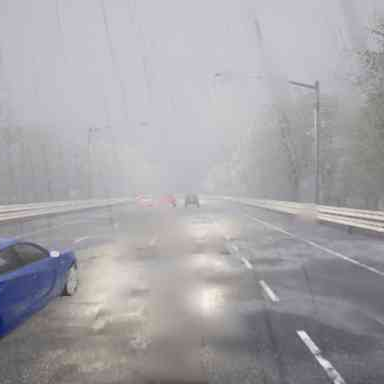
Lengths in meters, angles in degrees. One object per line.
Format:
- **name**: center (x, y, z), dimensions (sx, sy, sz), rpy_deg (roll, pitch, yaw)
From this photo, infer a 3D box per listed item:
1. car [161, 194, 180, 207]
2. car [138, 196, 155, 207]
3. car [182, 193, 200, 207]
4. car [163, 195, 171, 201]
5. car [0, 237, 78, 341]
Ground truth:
- **car**: center (-3.515, 1.257, 51.507), dimensions (2.150, 2.045, 5.566), rpy_deg (0, 0, 0)
- **car**: center (-7.016, 1.387, 51.433), dimensions (2.097, 1.767, 4.553), rpy_deg (0, 0, 0)
- **car**: center (-0.015, 1.257, 51.447), dimensions (2.150, 2.045, 5.566), rpy_deg (0, 0, 0)
- **car**: center (-7.026, 1.562, 93.262), dimensions (1.882, 1.535, 5.008), rpy_deg (0, 0, 0)
- **car**: center (-3.504, 1.481, 5.567), dimensions (1.882, 1.535, 5.008), rpy_deg (0, 0, 0)
